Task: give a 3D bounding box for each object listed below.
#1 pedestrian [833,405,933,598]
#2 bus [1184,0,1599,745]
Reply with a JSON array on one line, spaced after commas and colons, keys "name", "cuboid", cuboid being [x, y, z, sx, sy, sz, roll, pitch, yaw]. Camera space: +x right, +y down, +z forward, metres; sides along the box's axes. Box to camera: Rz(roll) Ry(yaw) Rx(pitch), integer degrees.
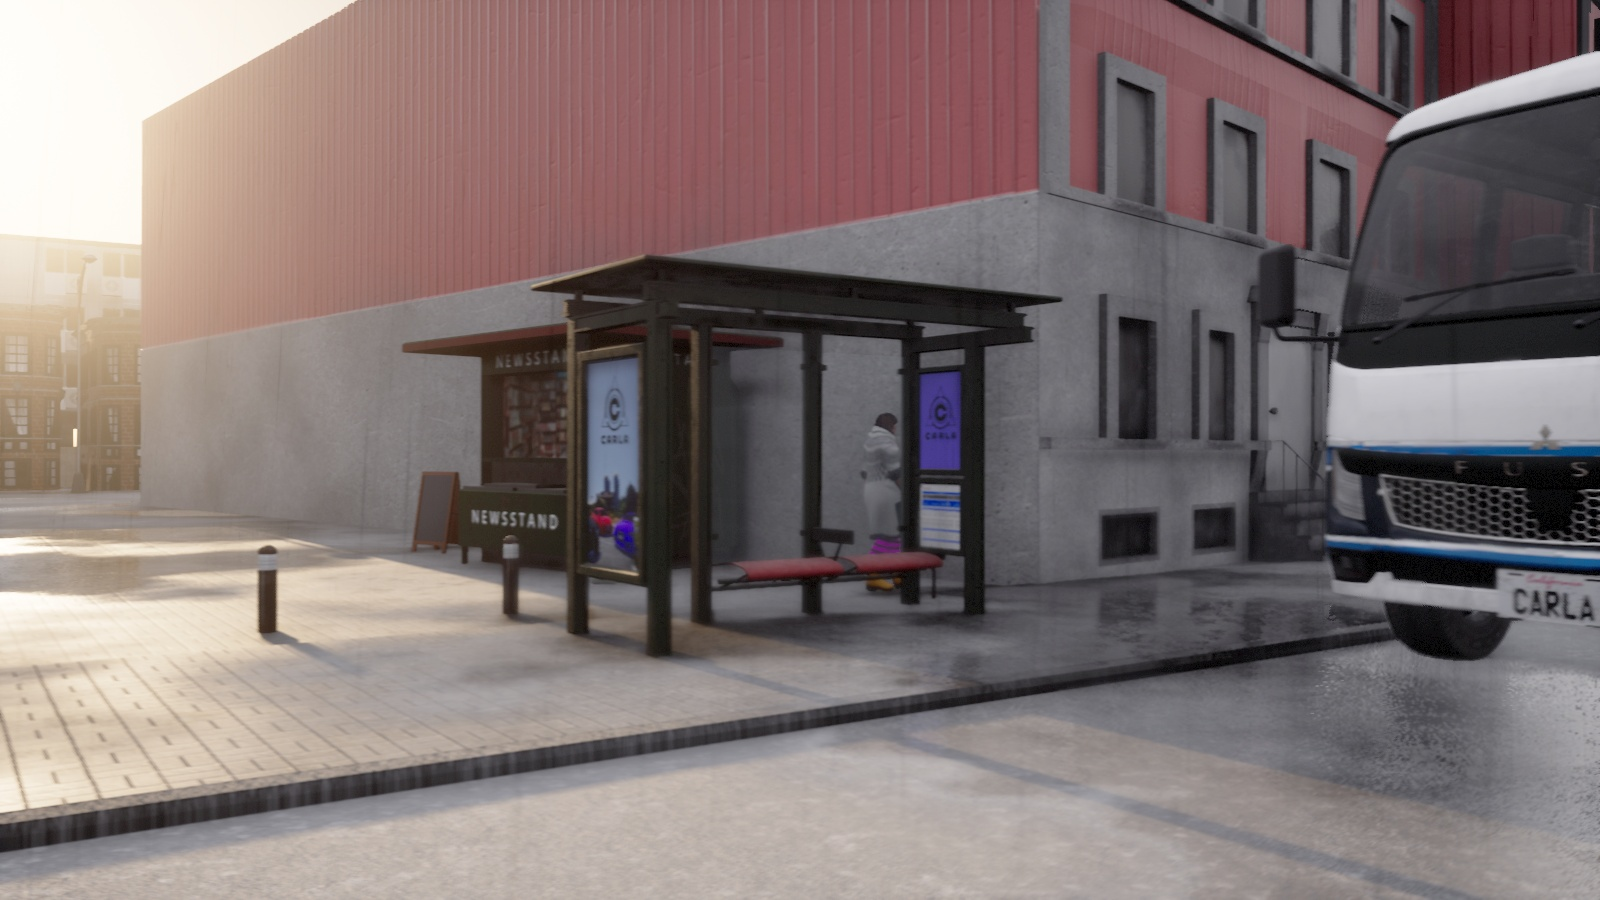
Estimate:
[{"name": "pedestrian", "cuboid": [0.857, 0.520, 13.083, 0.873, 1.952, 0.659, 0, 0, -14]}, {"name": "bus", "cuboid": [7.927, -0.631, 9.794, 10.273, 4.253, 3.944, 0, 0, -35]}]
